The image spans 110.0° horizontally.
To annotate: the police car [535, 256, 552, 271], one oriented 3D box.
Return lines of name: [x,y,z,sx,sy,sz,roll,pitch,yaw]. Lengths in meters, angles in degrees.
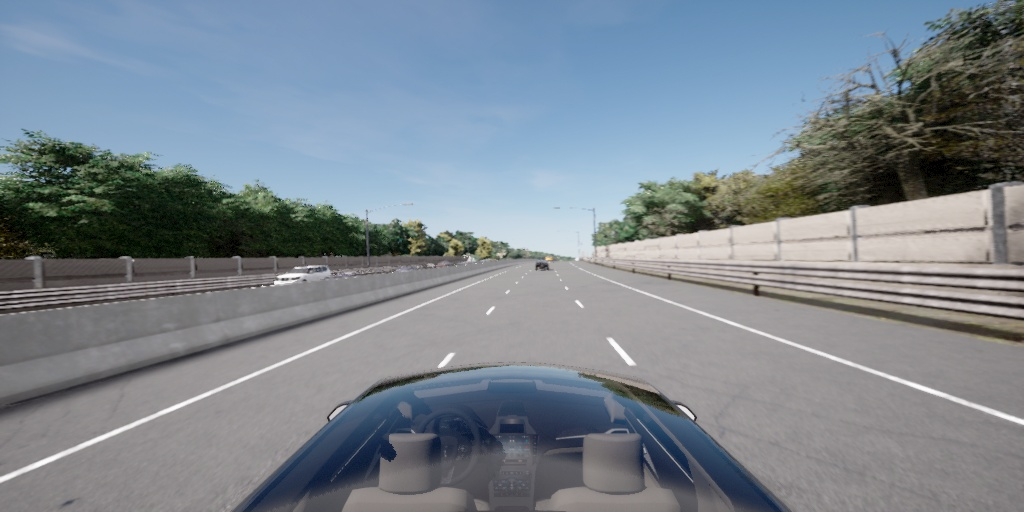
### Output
police car: [4.409,1.194,51.537,1.930,1.638,5.238,-3,-1,7]

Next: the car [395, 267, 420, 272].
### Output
car: [-11.083,1.898,38.025,2.128,1.511,4.902,-2,0,6]

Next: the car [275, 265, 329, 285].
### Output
car: [-18.658,1.932,32.490,2.150,2.045,5.566,-2,0,5]

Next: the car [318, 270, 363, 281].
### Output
car: [-15.103,2.160,32.797,1.895,1.301,4.718,-2,0,5]
